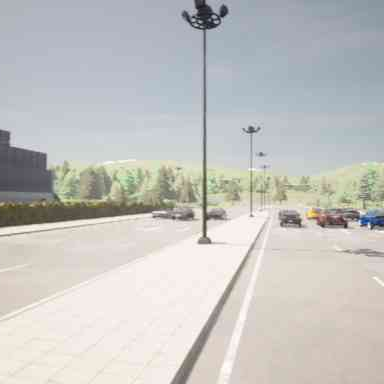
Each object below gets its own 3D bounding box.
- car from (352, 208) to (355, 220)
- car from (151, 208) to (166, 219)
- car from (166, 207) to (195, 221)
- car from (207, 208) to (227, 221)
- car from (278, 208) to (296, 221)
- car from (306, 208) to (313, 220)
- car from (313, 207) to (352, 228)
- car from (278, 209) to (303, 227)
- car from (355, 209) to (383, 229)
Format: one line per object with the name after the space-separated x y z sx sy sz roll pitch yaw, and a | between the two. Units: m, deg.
18.457 2.609 39.342 2.128 1.511 4.902 0 -1 14 | car
-3.588 2.757 42.647 1.895 1.301 4.718 0 -2 14 | car
-0.971 2.550 38.730 2.128 1.511 4.902 0 -2 14 | car
3.089 2.662 40.496 2.033 1.411 5.357 0 -2 14 | car
11.768 2.758 41.437 1.895 1.301 4.718 0 -2 14 | car
15.268 2.631 41.022 1.882 1.535 5.008 0 -1 14 | car
12.432 2.204 29.767 2.097 1.767 4.553 0 -1 14 | car
9.033 2.392 30.602 1.812 1.442 4.674 0 -2 15 | car
15.626 2.292 28.139 1.882 1.535 5.008 0 -2 14 | car
